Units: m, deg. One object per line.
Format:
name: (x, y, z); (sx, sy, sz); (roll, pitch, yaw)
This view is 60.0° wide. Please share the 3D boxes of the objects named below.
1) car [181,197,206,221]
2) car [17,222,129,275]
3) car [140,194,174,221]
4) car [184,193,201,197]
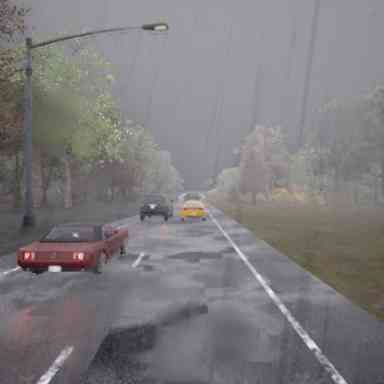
car: (0.097, 1.428, 27.079); (1.882, 1.535, 5.008); (0, 0, 0)
car: (-3.287, 1.581, 10.312); (1.895, 1.301, 4.718); (0, 0, 1)
car: (-2.768, 1.174, 26.833); (2.150, 2.045, 5.566); (0, 0, 2)
car: (0.064, 1.144, 44.144); (2.150, 2.045, 5.566); (0, 0, 0)
